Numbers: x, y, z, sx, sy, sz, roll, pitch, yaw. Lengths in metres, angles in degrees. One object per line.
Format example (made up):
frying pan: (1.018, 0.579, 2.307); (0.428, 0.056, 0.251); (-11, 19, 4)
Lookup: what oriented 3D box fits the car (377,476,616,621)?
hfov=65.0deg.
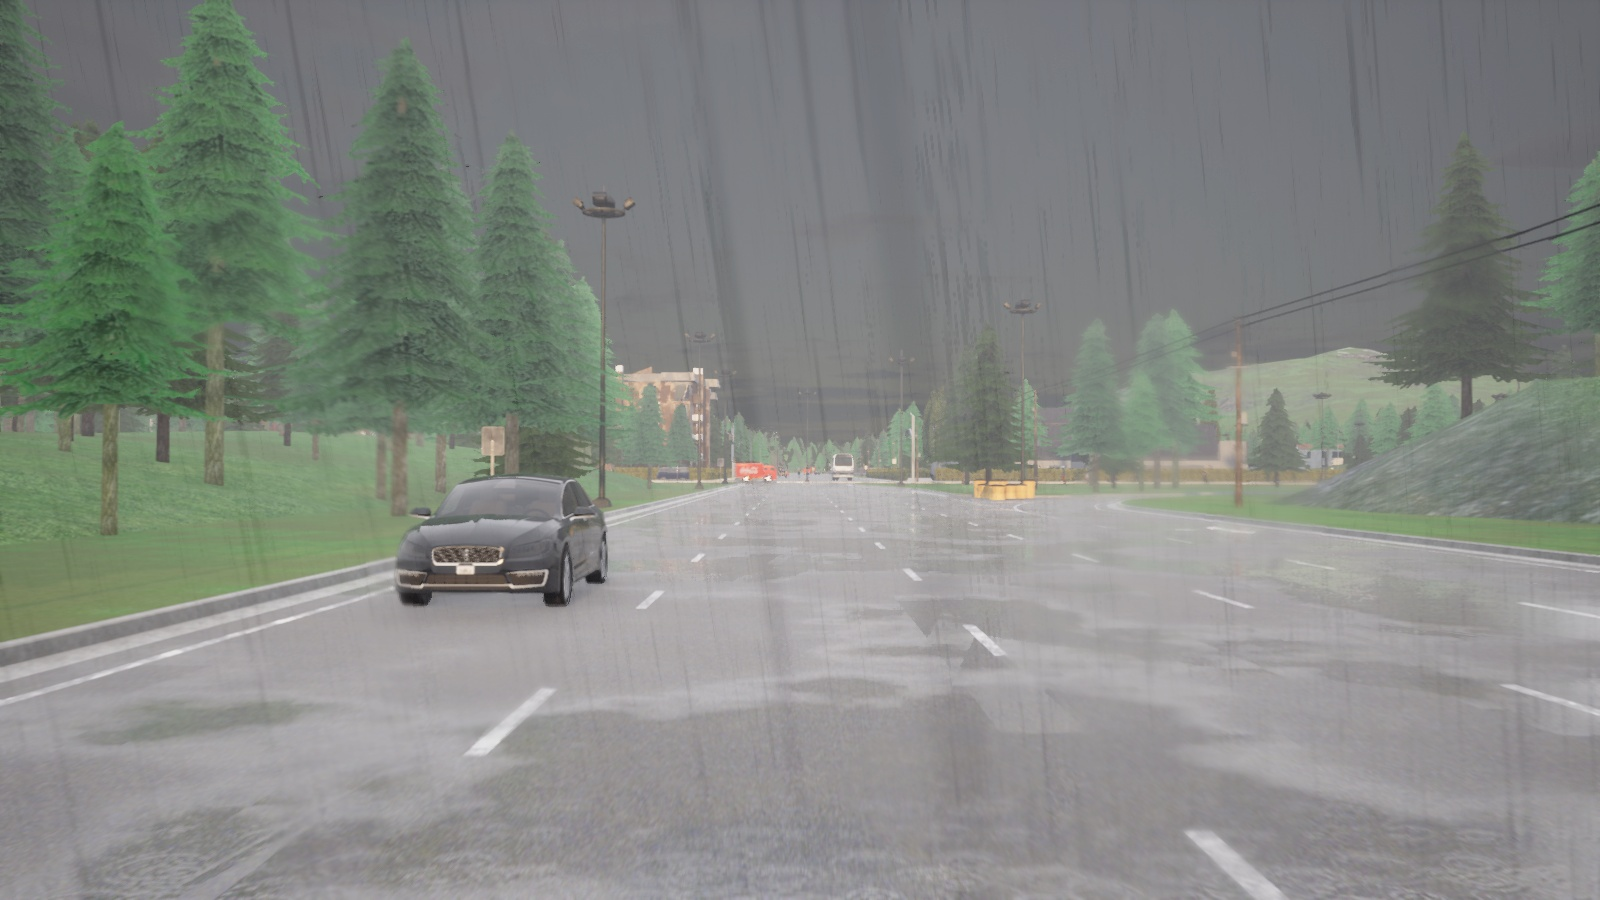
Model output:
car: (-3.558, 1.091, 15.669); (1.837, 1.490, 4.892); (0, -1, -1)
